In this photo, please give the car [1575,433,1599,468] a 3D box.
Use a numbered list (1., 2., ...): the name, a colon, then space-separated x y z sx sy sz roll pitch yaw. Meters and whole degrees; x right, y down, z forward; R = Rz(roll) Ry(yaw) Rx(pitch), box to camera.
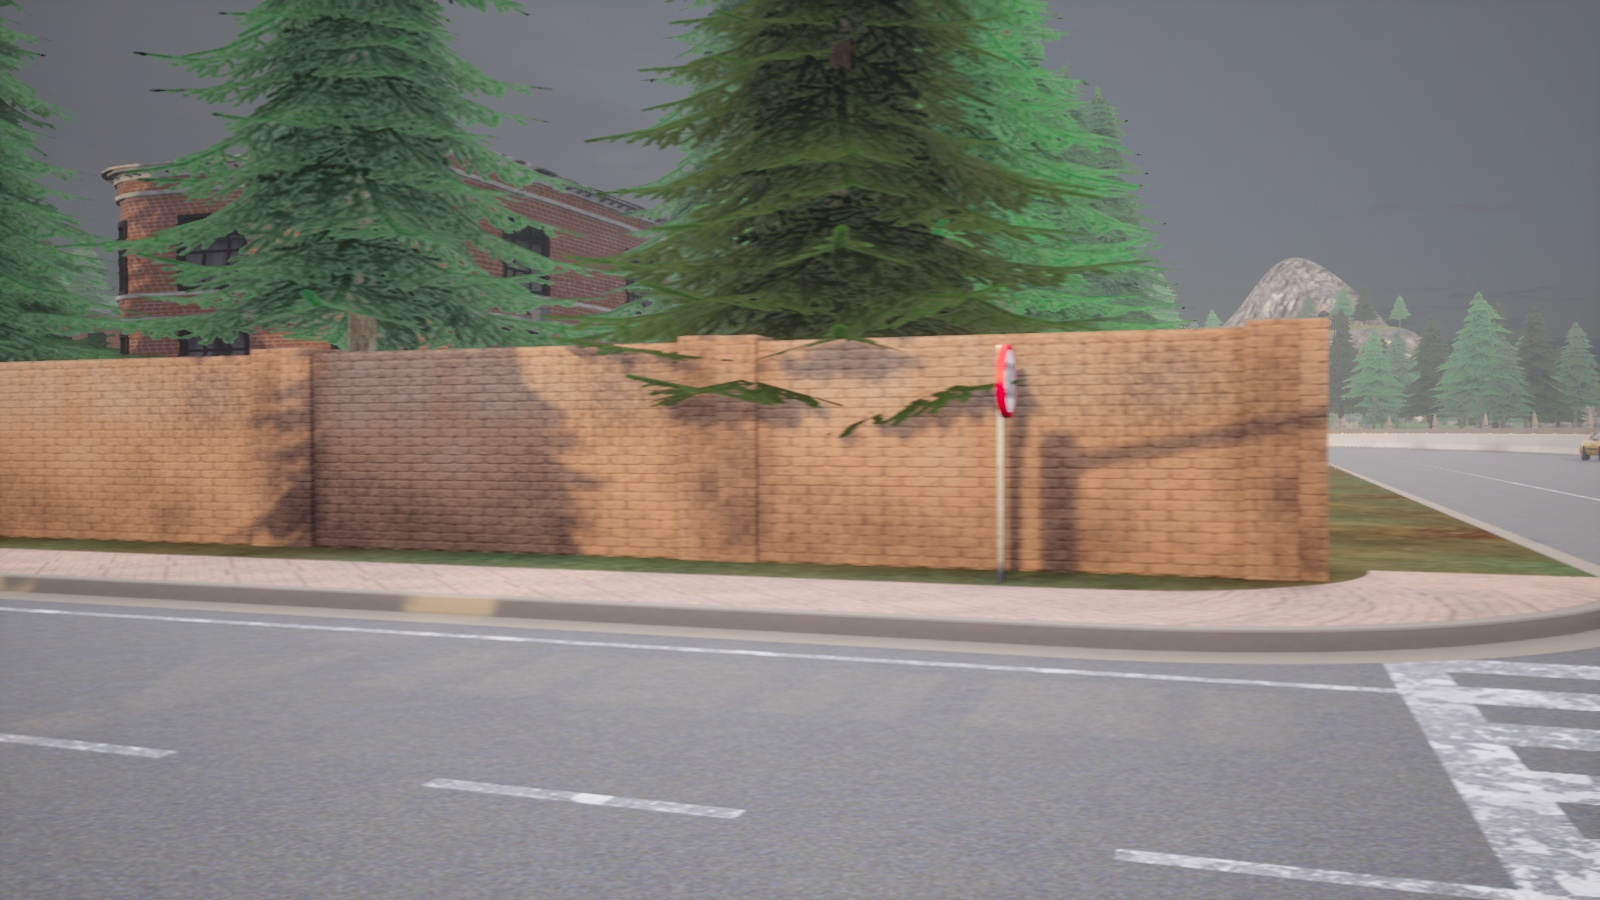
1. car: 37.415 0.017 57.868 1.801 1.575 5.366 1 1 19
